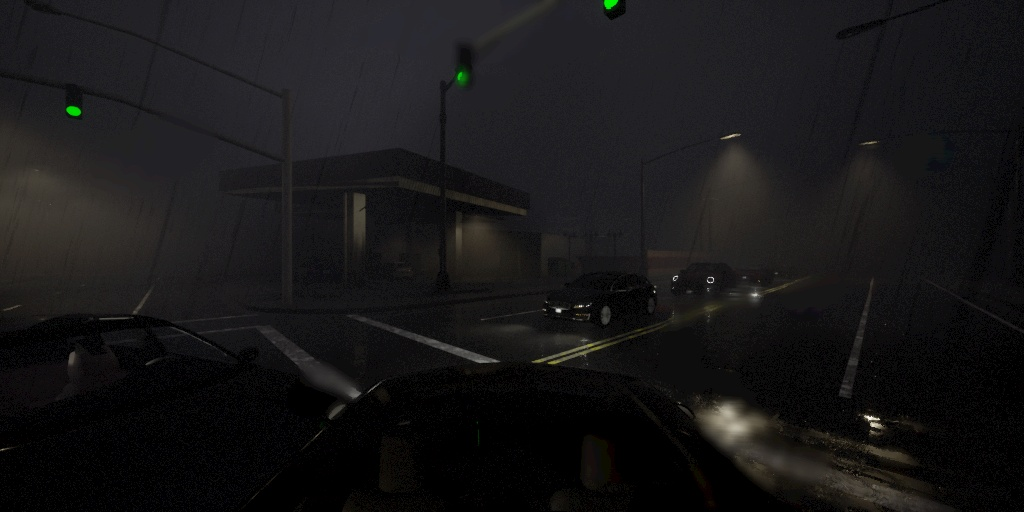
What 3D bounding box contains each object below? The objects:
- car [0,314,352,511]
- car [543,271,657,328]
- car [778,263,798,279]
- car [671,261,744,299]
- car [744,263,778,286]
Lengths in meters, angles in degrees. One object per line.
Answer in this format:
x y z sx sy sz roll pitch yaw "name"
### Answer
-3.393 1.242 2.634 4.902 1.511 2.128 0 0 15 "car"
3.006 1.254 11.584 4.892 1.490 1.837 0 0 -45 "car"
24.129 1.312 32.166 4.181 1.385 1.994 0 0 -44 "car"
9.918 1.101 18.355 4.553 1.767 2.097 0 0 -44 "car"
16.919 1.313 25.190 1.994 1.385 4.181 0 0 45 "car"
